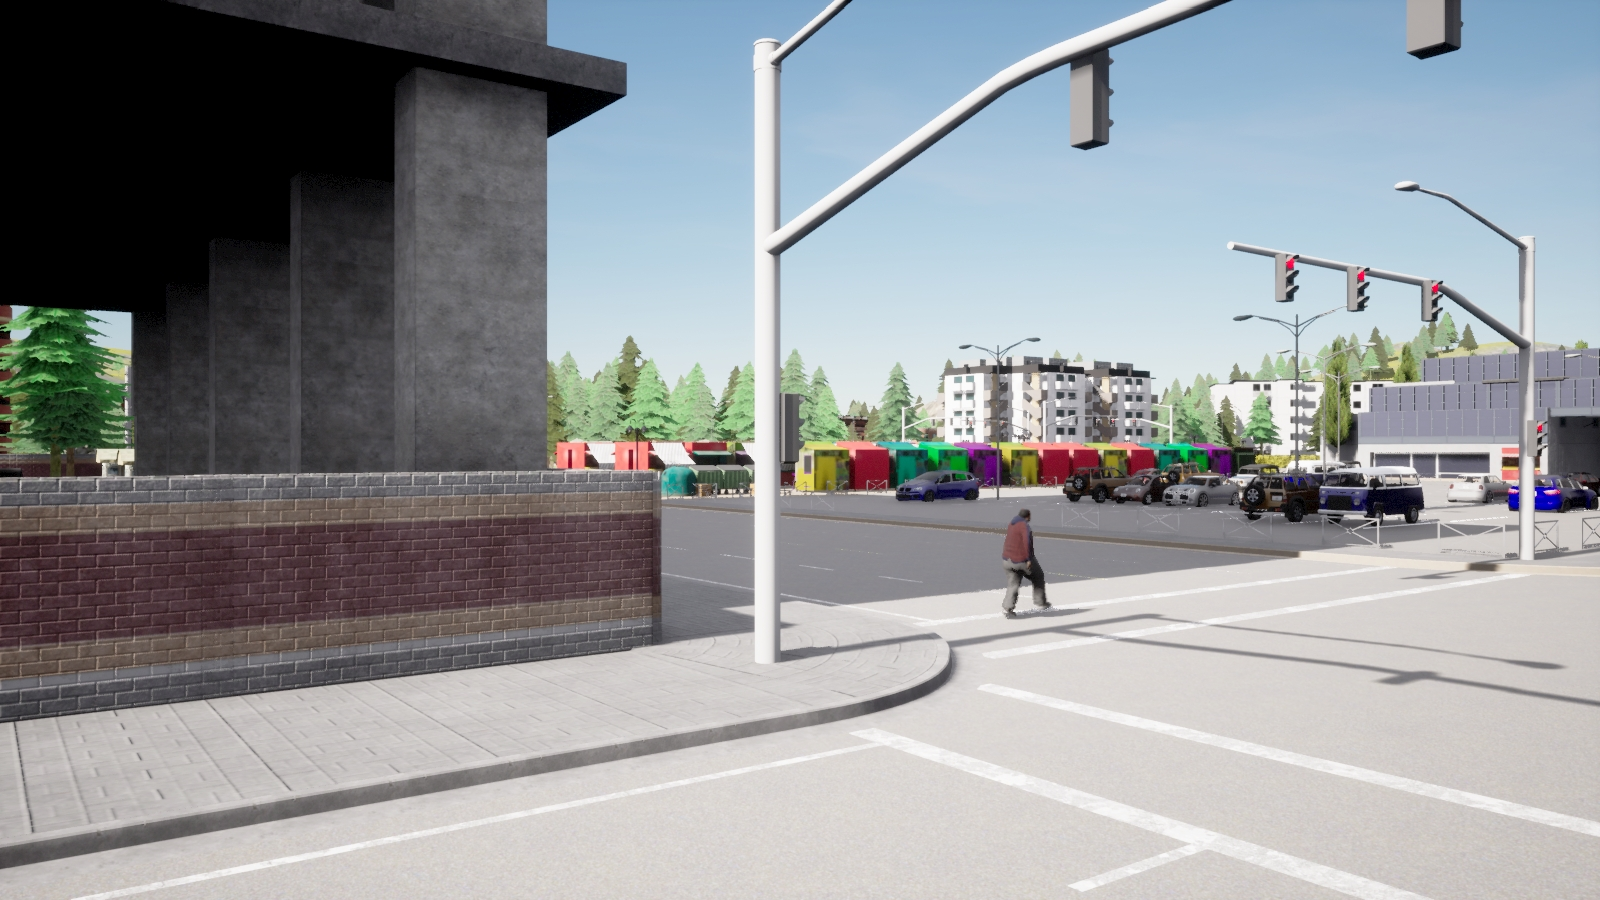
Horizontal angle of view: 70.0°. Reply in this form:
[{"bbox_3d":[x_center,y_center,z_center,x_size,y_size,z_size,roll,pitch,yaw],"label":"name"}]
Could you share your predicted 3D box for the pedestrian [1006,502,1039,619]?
[{"bbox_3d":[3.635,1.793,18.690,0.375,1.860,0.375,0,0,-29],"label":"pedestrian"}]
